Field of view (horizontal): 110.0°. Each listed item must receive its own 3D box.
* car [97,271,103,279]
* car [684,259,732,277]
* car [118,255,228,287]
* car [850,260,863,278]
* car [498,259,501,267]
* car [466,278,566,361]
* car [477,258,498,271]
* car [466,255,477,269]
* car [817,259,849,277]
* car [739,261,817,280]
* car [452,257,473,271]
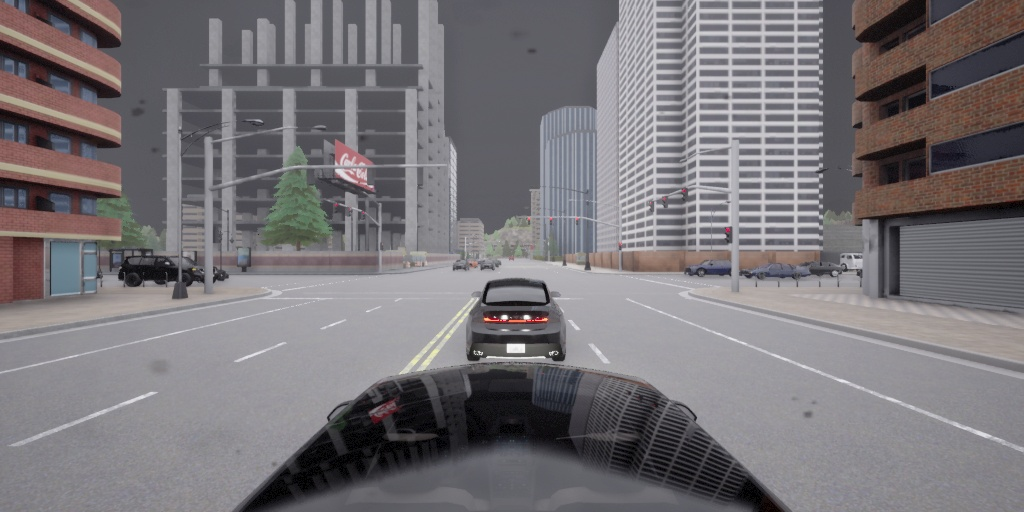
[{"bbox_3d":[-34.879,1.297,27.483,5.357,1.411,2.033,0,0,0],"label":"car"},{"bbox_3d":[19.212,1.102,34.713,4.553,1.767,2.097,0,0,0],"label":"car"},{"bbox_3d":[-22.815,0.972,23.988,5.566,2.045,2.150,0,0,0],"label":"car"},{"bbox_3d":[32.715,1.314,31.206,4.181,1.385,1.994,0,0,0],"label":"car"},{"bbox_3d":[-3.297,1.102,60.468,2.097,1.767,4.553,0,0,1],"label":"car"},{"bbox_3d":[0.093,1.255,8.247,1.837,1.490,4.892,0,0,1],"label":"car"},{"bbox_3d":[-3.363,1.255,50.309,1.837,1.490,4.892,0,0,0],"label":"car"},{"bbox_3d":[-6.814,1.101,58.158,2.097,1.767,4.553,0,0,0],"label":"car"},{"bbox_3d":[29.062,1.255,34.709,4.892,1.490,1.837,0,0,0],"label":"car"},{"bbox_3d":[22.803,1.297,31.215,5.357,1.411,2.033,0,0,0],"label":"car"},{"bbox_3d":[-6.871,1.255,48.779,1.837,1.490,4.892,0,0,0],"label":"car"}]
